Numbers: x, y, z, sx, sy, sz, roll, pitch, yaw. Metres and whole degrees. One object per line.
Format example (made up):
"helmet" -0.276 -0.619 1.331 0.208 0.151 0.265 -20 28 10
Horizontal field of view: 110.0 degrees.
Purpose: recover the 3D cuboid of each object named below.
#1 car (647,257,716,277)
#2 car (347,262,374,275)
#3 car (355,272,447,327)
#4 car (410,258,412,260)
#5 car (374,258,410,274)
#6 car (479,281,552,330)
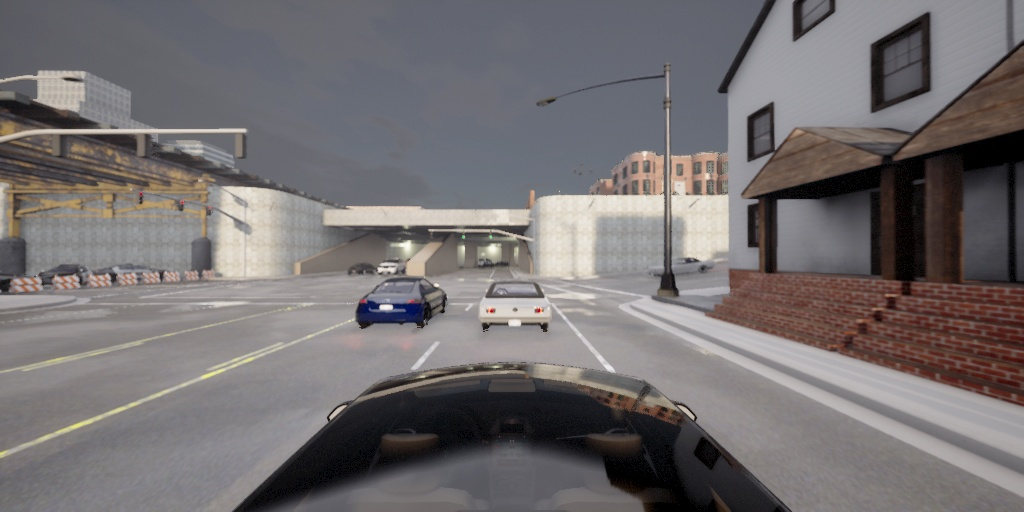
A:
"car" 13.073 0.846 28.017 4.718 1.301 1.895 -7 0 0
"car" -18.309 1.521 43.803 1.882 1.535 5.008 0 0 -1
"car" -3.418 1.384 11.786 1.994 1.385 4.181 0 0 0
"car" -15.072 1.341 54.741 2.150 2.045 5.566 0 0 -1
"car" -14.828 1.270 44.610 2.150 2.045 5.566 0 0 -2
"car" 0.085 1.417 11.289 1.895 1.301 4.718 0 0 0
